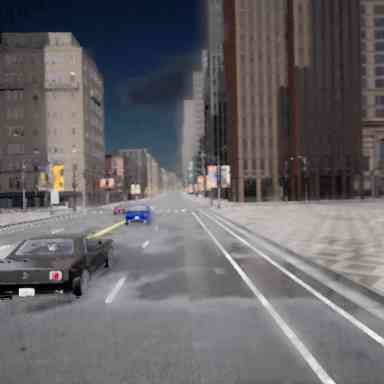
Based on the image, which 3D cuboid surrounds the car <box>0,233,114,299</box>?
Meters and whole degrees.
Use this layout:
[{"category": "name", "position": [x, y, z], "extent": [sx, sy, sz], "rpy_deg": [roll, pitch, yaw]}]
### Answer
[{"category": "car", "position": [-3.389, 1.732, 8.863], "extent": [1.895, 1.301, 4.718], "rpy_deg": [-1, 0, -2]}]

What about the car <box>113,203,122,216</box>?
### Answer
[{"category": "car", "position": [-7.987, 2.009, 39.122], "extent": [1.994, 1.385, 4.181], "rpy_deg": [-1, -1, -2]}]

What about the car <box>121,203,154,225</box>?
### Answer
[{"category": "car", "position": [-4.095, 1.741, 26.624], "extent": [1.882, 1.535, 5.008], "rpy_deg": [-1, 0, -2]}]
